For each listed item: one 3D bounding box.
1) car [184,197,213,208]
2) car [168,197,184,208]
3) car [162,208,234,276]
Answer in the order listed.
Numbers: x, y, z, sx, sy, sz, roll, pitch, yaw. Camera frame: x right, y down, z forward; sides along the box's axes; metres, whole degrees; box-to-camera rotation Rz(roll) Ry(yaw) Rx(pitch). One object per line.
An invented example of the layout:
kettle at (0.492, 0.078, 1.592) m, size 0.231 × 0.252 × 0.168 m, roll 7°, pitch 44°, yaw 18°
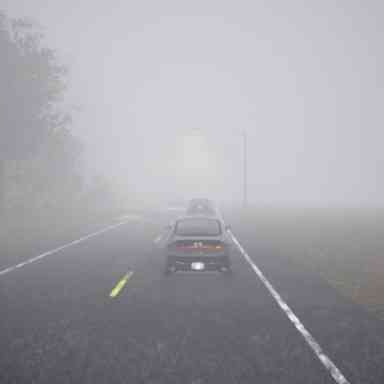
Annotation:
car at (0.705, 1.222, 27.792) m, size 2.097 × 1.767 × 4.553 m, roll 0°, pitch 0°, yaw 2°
car at (-2.028, 1.363, 45.227) m, size 1.994 × 1.385 × 4.181 m, roll 0°, pitch 0°, yaw 4°
car at (0.188, 1.456, 10.190) m, size 1.837 × 1.490 × 4.892 m, roll 0°, pitch 0°, yaw 1°
